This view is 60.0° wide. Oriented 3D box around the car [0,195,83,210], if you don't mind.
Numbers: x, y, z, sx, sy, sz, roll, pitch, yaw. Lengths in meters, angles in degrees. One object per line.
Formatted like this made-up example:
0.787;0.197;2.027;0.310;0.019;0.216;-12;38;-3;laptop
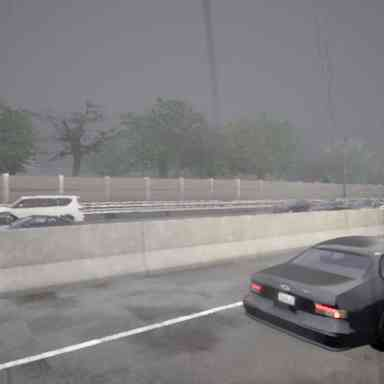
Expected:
-9.057;1.221;19.021;5.566;2.045;2.150;0;0;-35;car

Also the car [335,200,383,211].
14.076;1.498;26.801;4.902;1.511;2.128;0;0;-35;car

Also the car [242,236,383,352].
3.373;1.549;6.140;5.357;1.411;2.033;0;0;-35;car

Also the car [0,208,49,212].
-9.021;1.600;14.751;4.718;1.301;1.895;0;0;-35;car

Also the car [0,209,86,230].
-5.967;1.564;12.626;4.181;1.385;1.994;0;0;-35;car

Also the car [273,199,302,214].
10.050;1.483;32.528;5.008;1.535;1.882;0;0;-35;car

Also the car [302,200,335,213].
12.407;1.512;29.904;4.892;1.490;1.837;0;0;-35;car
